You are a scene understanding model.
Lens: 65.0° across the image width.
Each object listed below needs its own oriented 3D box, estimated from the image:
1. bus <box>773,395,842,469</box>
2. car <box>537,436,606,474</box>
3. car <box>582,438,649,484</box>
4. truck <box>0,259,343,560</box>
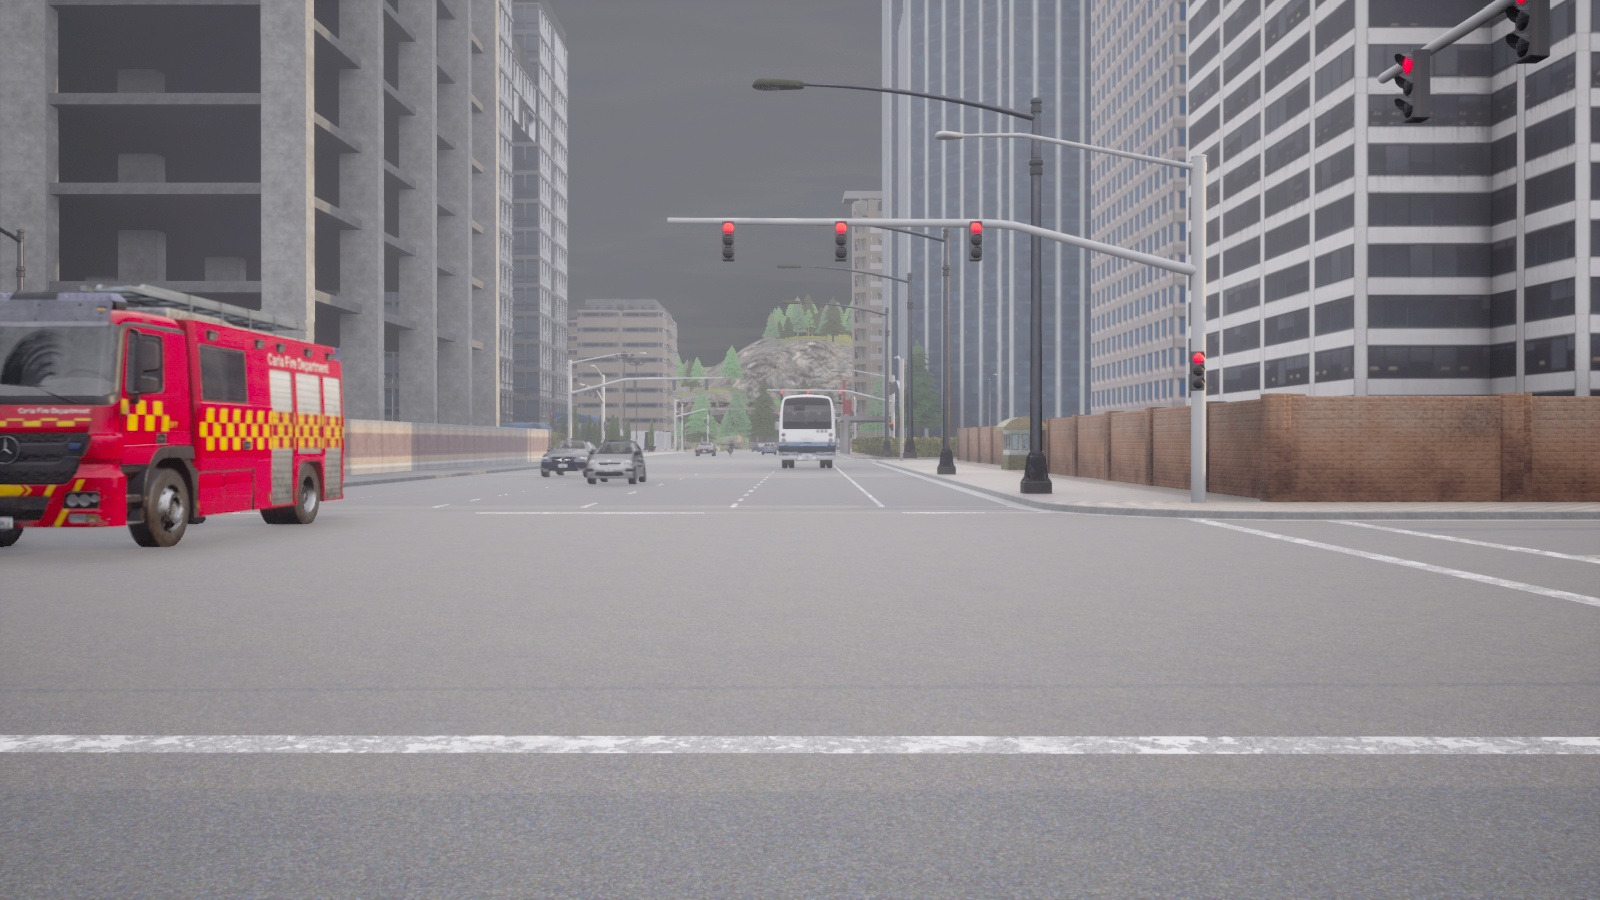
[{"bbox_3d":[0.440,-1.066,77.306,3.944,4.253,10.273,0,0,0],"label":"bus"},{"bbox_3d":[-10.176,0.199,56.348,2.152,1.651,5.027,0,0,0],"label":"car"},{"bbox_3d":[-6.731,0.378,46.205,1.851,1.617,3.988,0,0,0],"label":"car"},{"bbox_3d":[-10.373,-0.541,20.247,2.891,3.827,8.468,0,0,0],"label":"truck"}]
